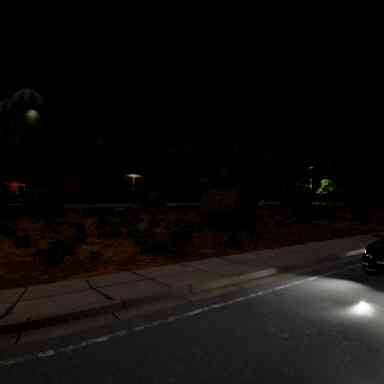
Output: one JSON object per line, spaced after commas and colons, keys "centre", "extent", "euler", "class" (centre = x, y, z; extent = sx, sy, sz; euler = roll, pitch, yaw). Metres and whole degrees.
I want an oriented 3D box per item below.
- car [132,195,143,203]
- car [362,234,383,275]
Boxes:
{"centre": [-12.323, 1.691, 75.892], "extent": [1.905, 1.878, 3.866], "euler": [7, 2, 3], "class": "car"}
{"centre": [6.870, 1.681, 9.975], "extent": [4.892, 1.490, 1.837], "euler": [1, -1, -40], "class": "car"}
